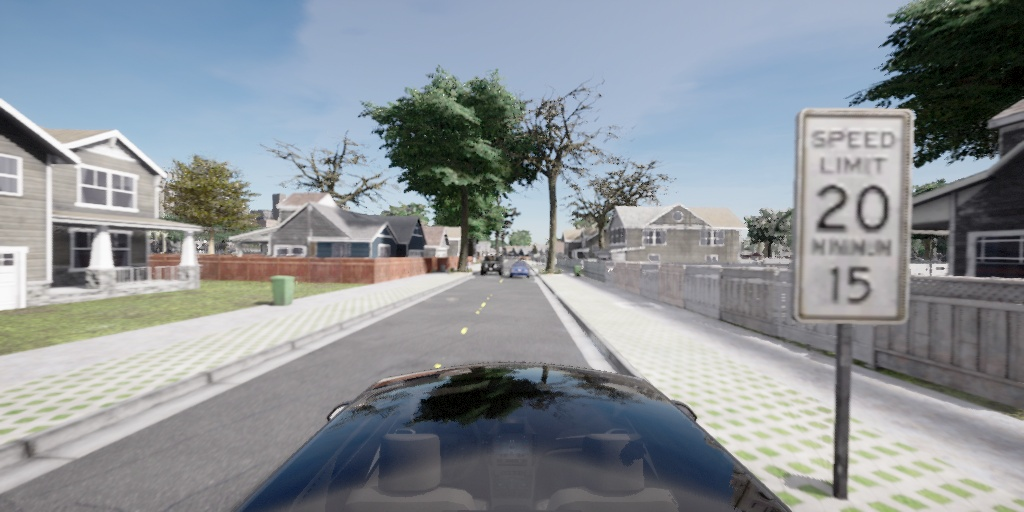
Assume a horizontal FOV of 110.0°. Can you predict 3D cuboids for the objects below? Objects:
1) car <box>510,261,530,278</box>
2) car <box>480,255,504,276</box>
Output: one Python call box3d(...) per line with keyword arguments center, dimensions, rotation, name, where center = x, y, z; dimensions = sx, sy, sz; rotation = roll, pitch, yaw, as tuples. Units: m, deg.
box3d(center=(0.716, 1.296, 33.827), dimensions=(2.033, 1.411, 5.357), rotation=(1, 0, 2), name="car")
box3d(center=(-2.003, 0.927, 37.567), dimensions=(2.150, 2.045, 5.566), rotation=(1, 0, 1), name="car")
